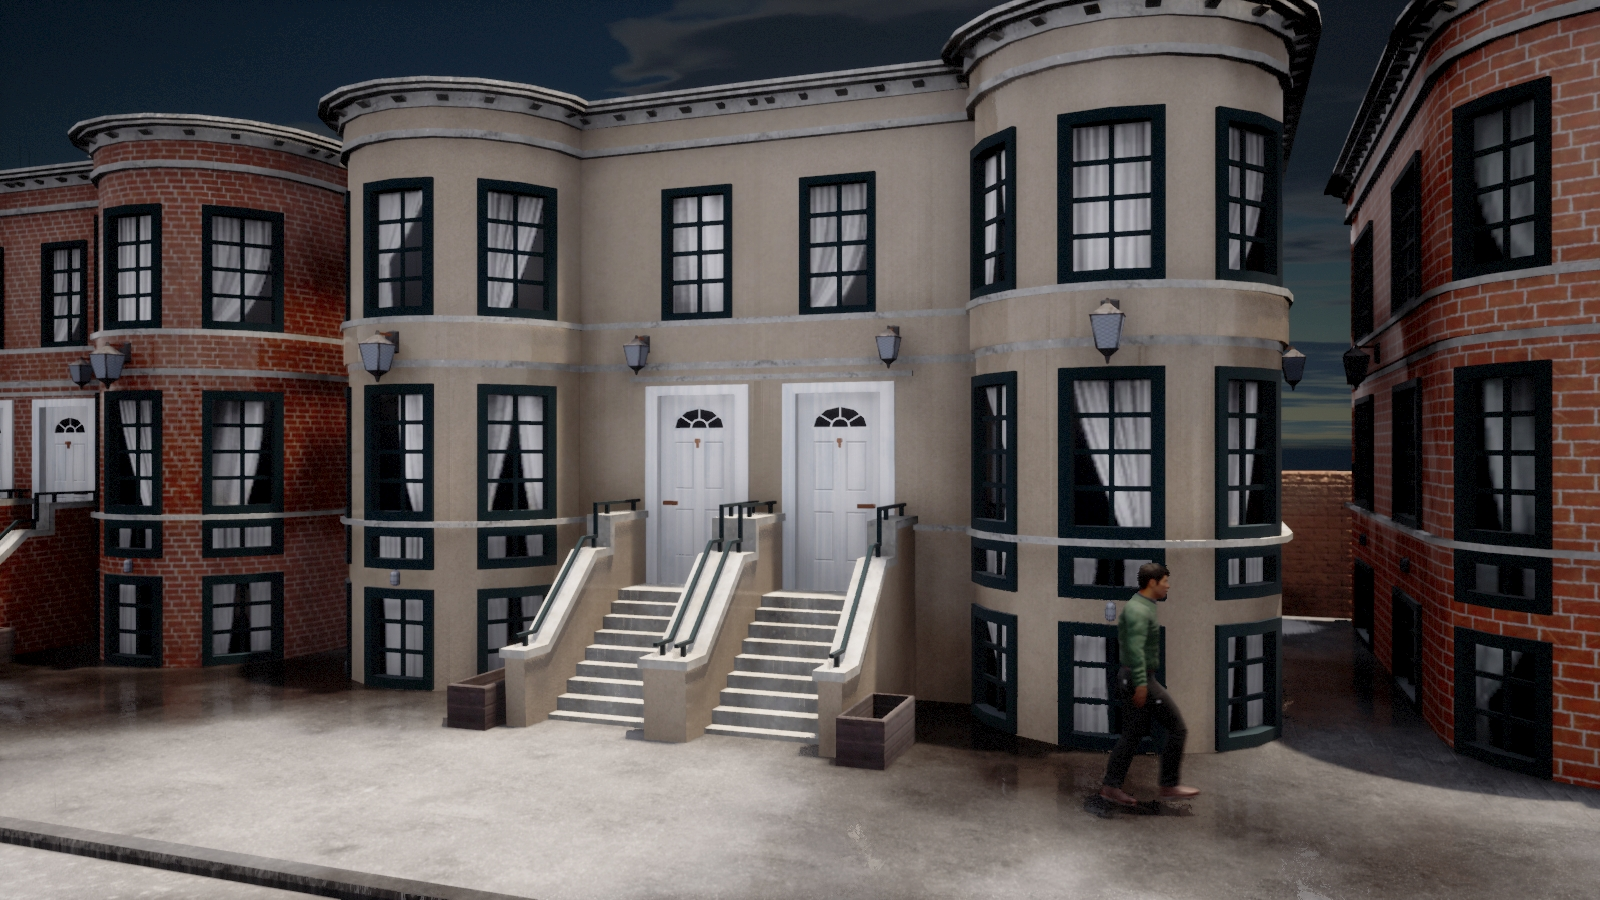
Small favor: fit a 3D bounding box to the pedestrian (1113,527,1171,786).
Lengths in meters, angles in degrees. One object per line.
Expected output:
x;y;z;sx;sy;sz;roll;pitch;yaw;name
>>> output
2.564;1.525;8.576;0.375;1.860;0.375;0;0;10;pedestrian
